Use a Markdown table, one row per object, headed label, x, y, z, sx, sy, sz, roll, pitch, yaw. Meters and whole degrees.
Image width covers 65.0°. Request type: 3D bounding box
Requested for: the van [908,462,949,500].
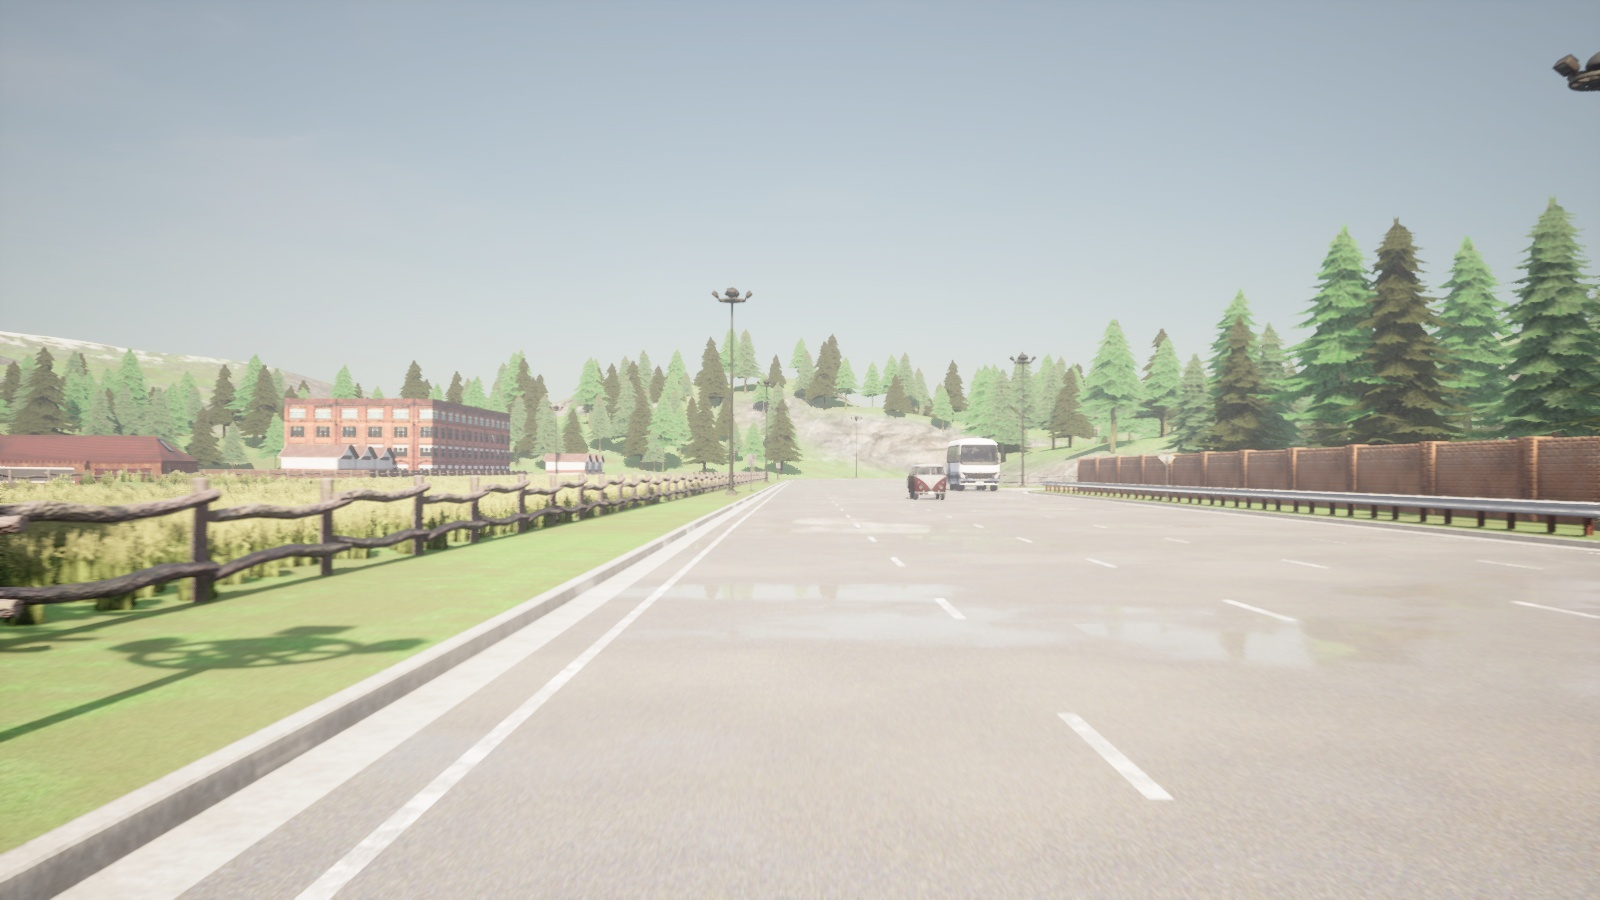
| label | x | y | z | sx | sy | sz | roll | pitch | yaw |
| --- | --- | --- | --- | --- | --- | --- | --- | --- | --- |
| van | 7.022 | 1.696 | 69.087 | 1.775 | 1.987 | 4.442 | 0 | -1 | 0 |
